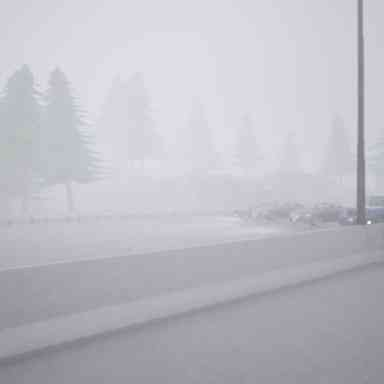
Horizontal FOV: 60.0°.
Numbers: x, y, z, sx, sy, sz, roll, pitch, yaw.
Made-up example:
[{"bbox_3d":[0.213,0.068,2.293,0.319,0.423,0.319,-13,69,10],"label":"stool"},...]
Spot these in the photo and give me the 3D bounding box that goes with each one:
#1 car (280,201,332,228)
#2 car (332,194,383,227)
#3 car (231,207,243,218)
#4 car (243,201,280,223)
[{"bbox_3d":[8.475,1.411,21.598,4.902,1.511,2.128,0,0,-28],"label":"car"},{"bbox_3d":[10.979,1.138,18.992,5.566,2.045,2.150,0,0,-26],"label":"car"},{"bbox_3d":[6.013,1.463,28.218,5.357,1.411,2.033,0,0,-27],"label":"car"},{"bbox_3d":[6.544,1.413,24.531,4.902,1.511,2.128,0,0,-28],"label":"car"}]
